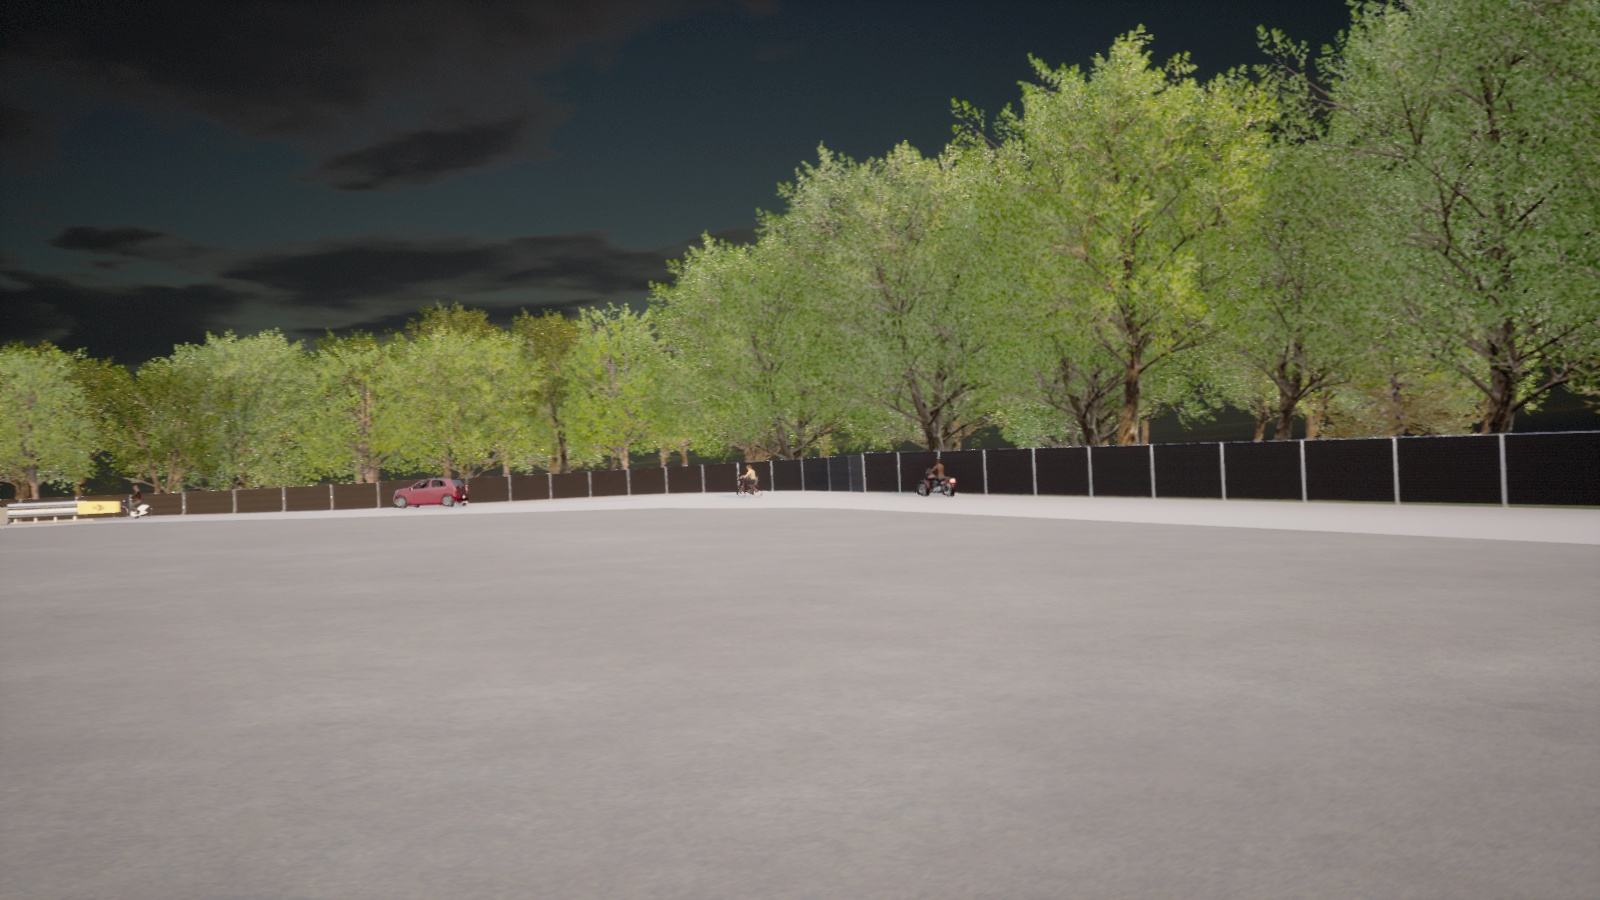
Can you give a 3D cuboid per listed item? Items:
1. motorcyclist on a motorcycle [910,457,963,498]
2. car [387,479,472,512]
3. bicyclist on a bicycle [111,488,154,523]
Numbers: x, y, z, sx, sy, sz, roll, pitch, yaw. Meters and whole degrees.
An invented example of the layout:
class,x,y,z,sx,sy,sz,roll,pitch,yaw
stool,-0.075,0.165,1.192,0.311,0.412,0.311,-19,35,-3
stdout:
class,x,y,z,sx,sy,sz,roll,pitch,yaw
motorcyclist on a motorcycle,5.701,1.152,52.695,0.766,1.649,2.350,-4,1,-34
car,-18.587,2.272,63.043,3.633,1.501,1.845,-2,-1,10
bicyclist on a bicycle,-34.413,2.857,64.758,1.843,1.776,0.659,-1,-2,-17
